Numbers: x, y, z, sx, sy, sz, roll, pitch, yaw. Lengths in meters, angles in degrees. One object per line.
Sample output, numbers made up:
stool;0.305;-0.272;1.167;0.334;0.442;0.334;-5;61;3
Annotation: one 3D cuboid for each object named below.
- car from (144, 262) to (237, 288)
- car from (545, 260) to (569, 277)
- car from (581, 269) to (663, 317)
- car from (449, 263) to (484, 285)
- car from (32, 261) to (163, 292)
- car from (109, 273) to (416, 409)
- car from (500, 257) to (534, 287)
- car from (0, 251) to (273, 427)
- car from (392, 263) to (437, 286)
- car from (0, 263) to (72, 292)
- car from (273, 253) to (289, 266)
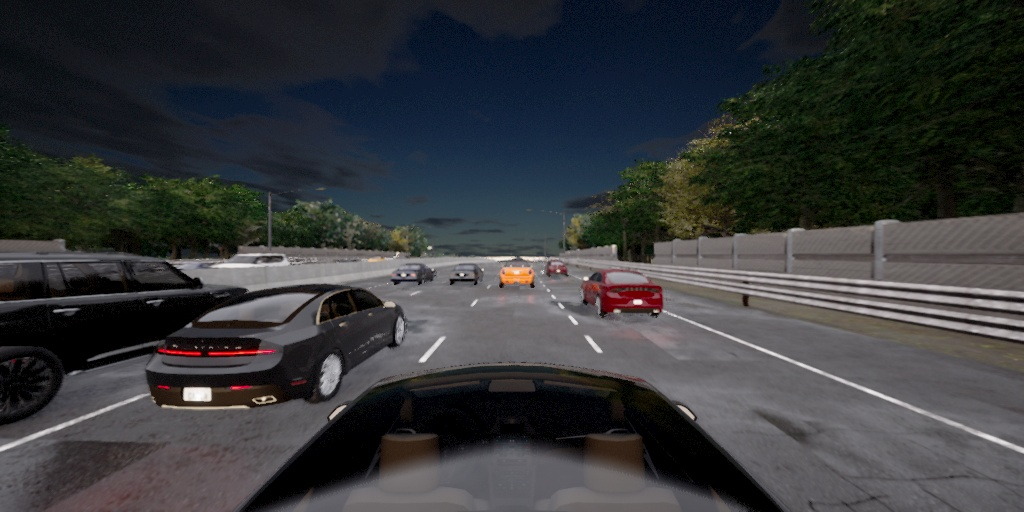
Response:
car;-20.769;1.142;23.473;1.812;1.442;4.674;0;0;1
car;4.094;1.122;33.593;1.812;1.442;4.674;0;0;1
car;3.759;1.197;13.056;1.882;1.535;5.008;0;0;1
car;-3.053;1.192;24.659;2.033;1.411;5.357;0;0;1
car;-24.303;1.112;21.427;2.128;1.511;4.902;0;0;1
car;-3.352;1.236;6.289;1.837;1.490;4.892;0;0;1
car;0.329;1.011;23.469;2.097;1.767;4.553;0;0;1
car;-6.861;0.948;5.771;2.150;2.045;5.566;0;0;1
car;-6.559;1.187;24.301;2.033;1.411;5.357;0;0;1
car;-27.844;1.173;19.144;2.033;1.411;5.357;0;0;1
car;-17.260;0.843;23.859;2.150;2.045;5.566;0;0;1
